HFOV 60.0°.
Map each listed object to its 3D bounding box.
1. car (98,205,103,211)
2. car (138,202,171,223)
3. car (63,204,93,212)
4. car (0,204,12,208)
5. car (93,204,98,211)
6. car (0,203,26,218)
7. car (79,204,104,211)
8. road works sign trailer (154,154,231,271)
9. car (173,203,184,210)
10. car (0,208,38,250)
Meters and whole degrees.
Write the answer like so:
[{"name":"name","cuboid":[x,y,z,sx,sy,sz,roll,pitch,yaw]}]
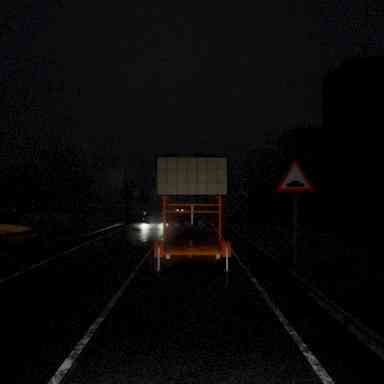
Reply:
[{"name":"car","cuboid":[-21.918,3.280,69.405,5.008,1.535,2.097,0,-2,0]},{"name":"car","cuboid":[-3.372,1.870,30.954,2.097,1.767,4.553,0,0,0]},{"name":"car","cuboid":[-21.925,3.103,62.857,4.674,1.452,2.002,0,-2,0]},{"name":"car","cuboid":[-21.953,2.189,35.367,4.674,1.452,2.002,0,-2,0]},{"name":"car","cuboid":[-21.915,3.173,66.133,4.892,1.521,2.231,0,-2,0]},{"name":"car","cuboid":[-22.018,2.127,38.541,4.553,1.767,2.185,0,-2,0]},{"name":"car","cuboid":[-21.903,3.425,72.550,4.674,1.452,2.002,0,-2,0]},{"name":"road works sign trailer","cuboid":[0.005,0.533,11.097,2.380,3.560,2.880,0,-1,-1]},{"name":"car","cuboid":[-3.174,4.021,88.412,1.994,1.385,4.181,0,-2,0]},{"name":"car","cuboid":[-9.394,1.586,14.012,5.366,1.575,1.946,0,-1,0]}]
